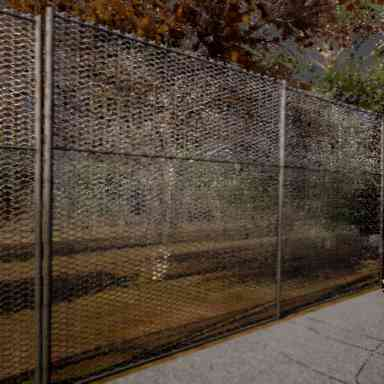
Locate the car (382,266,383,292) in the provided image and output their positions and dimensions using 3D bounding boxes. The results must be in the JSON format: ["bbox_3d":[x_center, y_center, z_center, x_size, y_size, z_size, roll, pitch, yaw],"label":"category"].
[{"bbox_3d":[6.107,1.521,7.417,4.902,1.511,2.128,0,0,-35],"label":"car"}]
